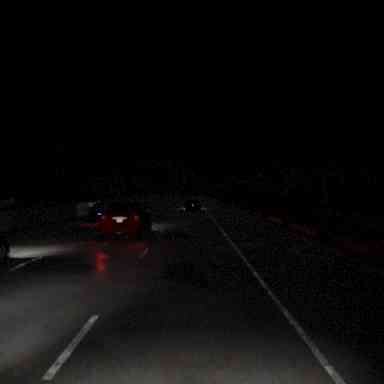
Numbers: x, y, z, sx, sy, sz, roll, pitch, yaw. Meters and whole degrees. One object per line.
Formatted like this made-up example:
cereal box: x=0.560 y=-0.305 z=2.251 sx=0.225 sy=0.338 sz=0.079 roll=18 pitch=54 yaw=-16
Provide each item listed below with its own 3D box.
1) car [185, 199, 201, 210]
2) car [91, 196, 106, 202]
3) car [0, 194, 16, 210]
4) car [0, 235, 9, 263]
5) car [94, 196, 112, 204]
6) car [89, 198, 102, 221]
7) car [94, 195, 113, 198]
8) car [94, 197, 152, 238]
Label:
car: x=0.106 y=1.583 z=42.257 sx=1.994 sy=1.385 sz=4.181 roll=0 pitch=0 yaw=0
car: x=-20.988 y=1.572 z=74.782 sx=2.033 sy=1.411 sz=5.357 roll=0 pitch=0 yaw=0
car: x=-21.087 y=1.236 z=35.498 sx=2.150 sy=2.045 sz=5.566 roll=0 pitch=0 yaw=1
car: x=-6.899 y=1.530 z=8.961 sx=1.812 sy=1.442 sz=4.674 roll=0 pitch=0 yaw=0
car: x=-17.493 y=1.572 z=65.660 sx=2.033 sy=1.411 sz=5.357 roll=0 pitch=0 yaw=0
car: x=-6.897 y=1.490 z=27.202 sx=1.882 sy=1.535 sz=5.008 roll=0 pitch=0 yaw=0
car: x=-14.046 y=1.377 z=55.134 sx=2.097 sy=1.767 sz=4.553 roll=0 pitch=0 yaw=0
car: x=-3.398 y=1.360 z=17.726 sx=2.097 sy=1.767 sz=4.553 roll=0 pitch=0 yaw=0
